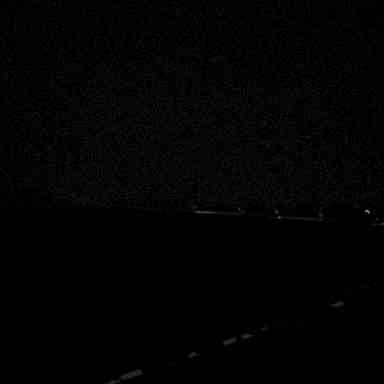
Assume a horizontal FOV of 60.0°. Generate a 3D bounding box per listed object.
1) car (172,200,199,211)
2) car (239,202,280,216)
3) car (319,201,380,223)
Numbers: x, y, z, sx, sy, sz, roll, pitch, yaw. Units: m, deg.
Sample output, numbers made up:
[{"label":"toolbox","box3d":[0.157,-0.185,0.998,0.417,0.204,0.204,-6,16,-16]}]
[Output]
[{"label":"car","box3d":[-0.967,1.927,47.327,2.128,1.511,4.902,2,-2,-36]},{"label":"car","box3d":[7.219,1.798,35.934,2.128,1.511,4.902,2,-1,-36]},{"label":"car","box3d":[13.128,1.584,27.844,2.097,1.767,4.553,2,-1,-37]}]
